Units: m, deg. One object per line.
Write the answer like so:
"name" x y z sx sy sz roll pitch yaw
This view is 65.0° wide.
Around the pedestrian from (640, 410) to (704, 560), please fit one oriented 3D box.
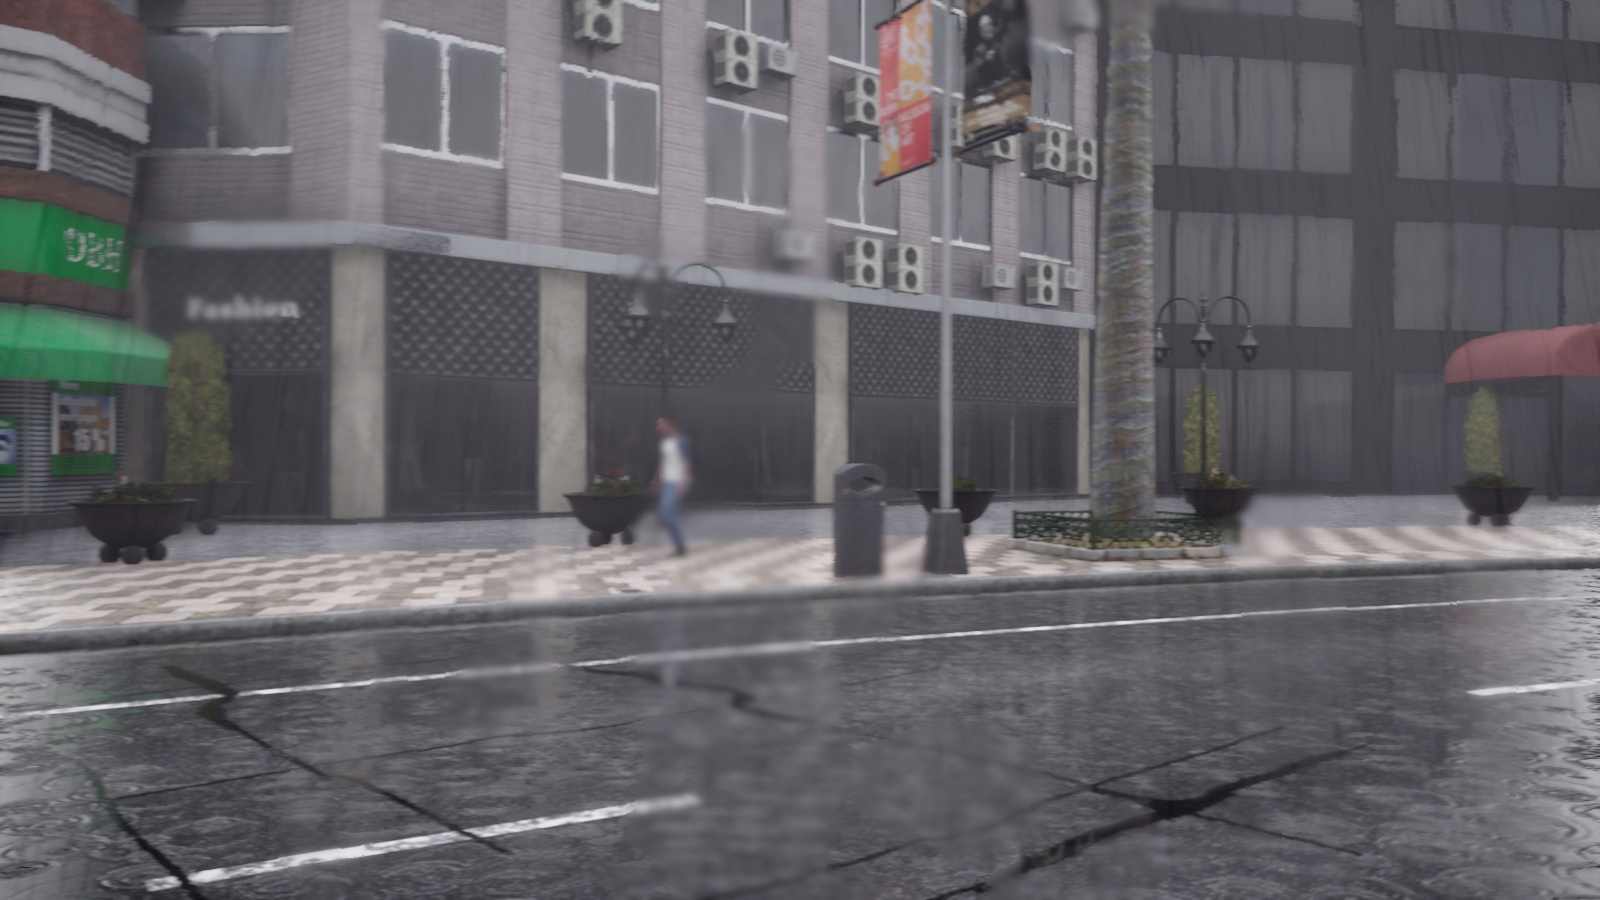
"pedestrian" -1.601 0.429 15.685 0.706 1.836 0.354 0 0 -31
